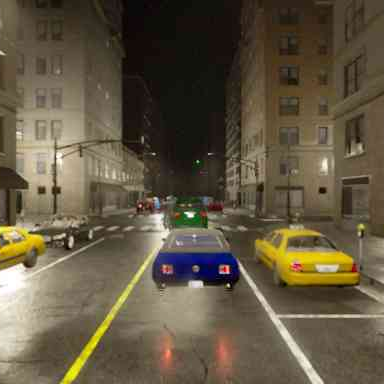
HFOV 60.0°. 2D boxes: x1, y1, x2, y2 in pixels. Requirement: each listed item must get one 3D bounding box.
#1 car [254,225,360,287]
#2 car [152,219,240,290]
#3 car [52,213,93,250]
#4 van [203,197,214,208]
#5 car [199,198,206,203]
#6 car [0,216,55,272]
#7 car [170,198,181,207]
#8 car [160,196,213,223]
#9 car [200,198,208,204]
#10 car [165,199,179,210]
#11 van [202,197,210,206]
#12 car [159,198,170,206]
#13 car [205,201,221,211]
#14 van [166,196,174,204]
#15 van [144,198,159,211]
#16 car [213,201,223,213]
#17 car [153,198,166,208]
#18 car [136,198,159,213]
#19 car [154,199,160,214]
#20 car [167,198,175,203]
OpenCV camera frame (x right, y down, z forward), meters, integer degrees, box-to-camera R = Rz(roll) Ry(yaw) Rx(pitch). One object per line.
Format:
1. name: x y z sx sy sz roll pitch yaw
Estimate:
1. car: 2.859 1.596 9.343 1.752 1.417 4.829 0 0 0
2. car: 0.089 1.670 9.219 1.895 1.301 4.718 0 0 0
3. car: -5.664 1.661 14.702 2.008 1.369 4.403 0 0 0
4. van: 2.875 1.792 57.977 1.690 1.788 3.998 0 0 0
5. car: 2.888 2.294 90.982 1.802 1.307 4.206 0 0 0
6. car: -5.667 1.593 9.007 1.752 1.417 4.829 0 0 0
7. car: -3.037 1.958 61.744 1.882 1.535 5.008 0 -1 0
8. car: -0.517 1.374 20.266 2.150 2.045 5.566 0 0 -9
9. car: 2.884 2.206 79.980 1.802 1.307 4.206 0 0 0
10. car: -3.075 1.873 51.100 1.882 1.535 5.008 0 0 0
11. van: 2.879 1.879 68.980 1.690 1.788 3.998 0 0 0
12. car: -5.646 1.977 68.982 1.967 1.590 4.097 0 0 0
13. car: 2.872 1.929 46.973 1.947 1.339 4.313 0 0 0
14. van: -5.640 2.009 85.487 1.690 1.788 3.998 0 0 0
15. van: -5.654 1.704 46.978 1.690 1.788 3.998 0 0 0
16. car: 2.870 1.864 41.472 1.887 1.381 4.507 0 0 0
17. car: -5.650 1.890 57.979 1.967 1.590 4.097 0 0 0
18. car: -5.656 1.634 41.477 2.192 1.841 5.009 0 0 0
19. car: -3.086 1.914 40.664 1.895 1.301 4.718 0 0 0
20. car: -5.638 2.262 90.985 2.008 1.369 4.403 0 0 0
